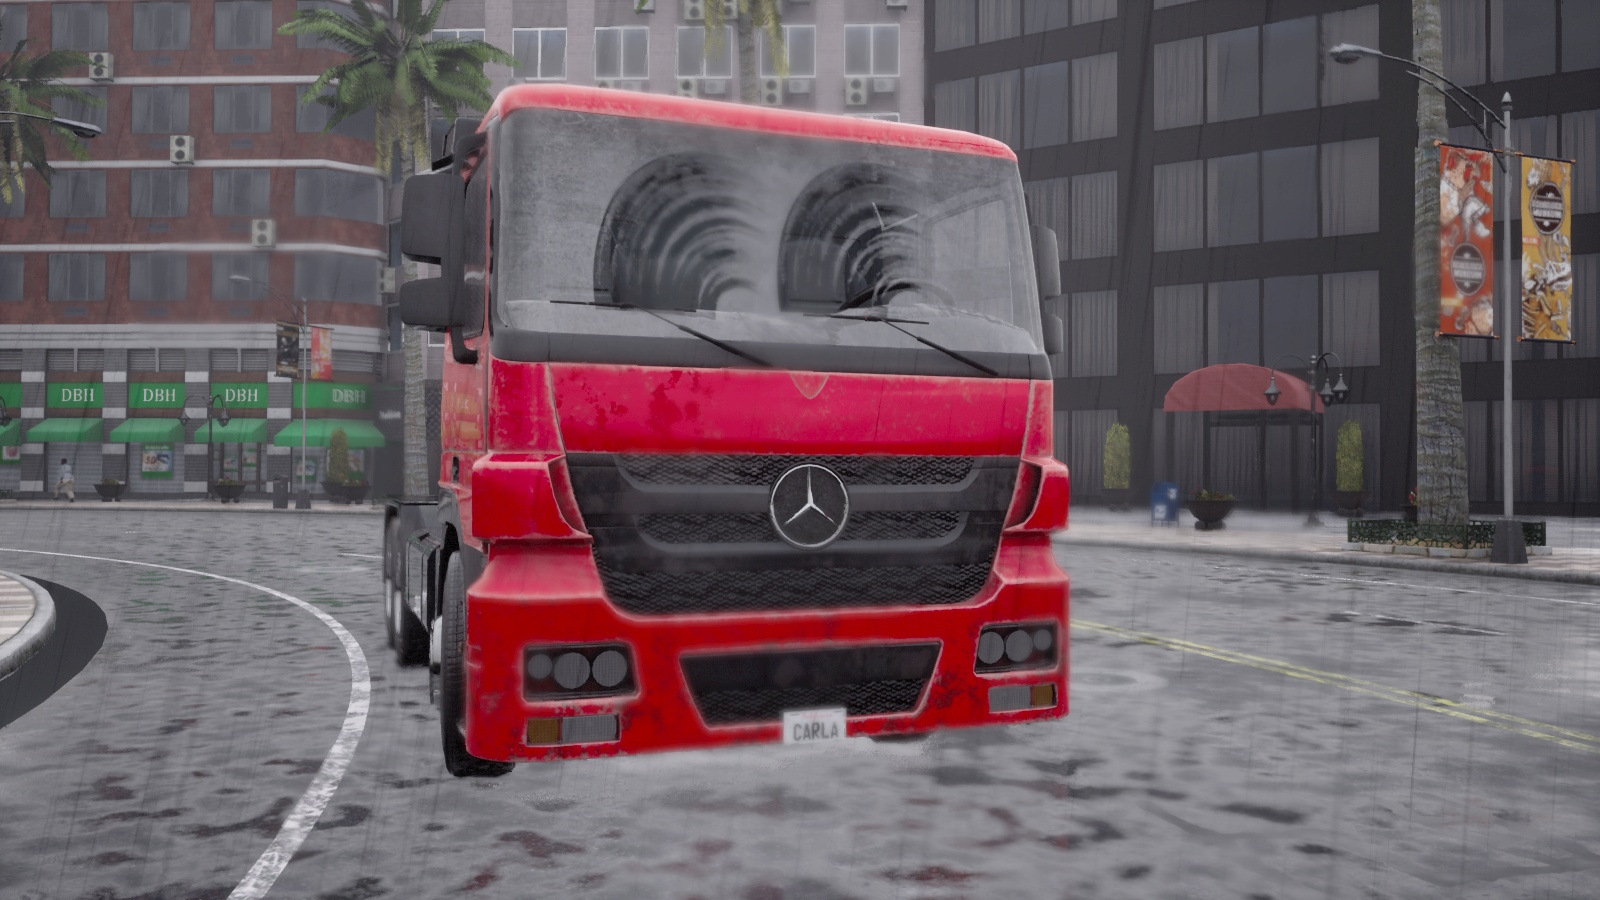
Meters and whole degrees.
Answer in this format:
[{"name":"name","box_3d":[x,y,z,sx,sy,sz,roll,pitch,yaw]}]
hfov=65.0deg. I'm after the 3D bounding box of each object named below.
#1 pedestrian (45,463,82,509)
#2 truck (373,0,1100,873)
[{"name":"pedestrian","box_3d":[-29.656,1.437,50.574,0.900,1.855,0.874,0,-1,14]},{"name":"truck","box_3d":[-1.382,-0.009,9.148,2.891,3.462,7.936,0,-1,-21]}]
